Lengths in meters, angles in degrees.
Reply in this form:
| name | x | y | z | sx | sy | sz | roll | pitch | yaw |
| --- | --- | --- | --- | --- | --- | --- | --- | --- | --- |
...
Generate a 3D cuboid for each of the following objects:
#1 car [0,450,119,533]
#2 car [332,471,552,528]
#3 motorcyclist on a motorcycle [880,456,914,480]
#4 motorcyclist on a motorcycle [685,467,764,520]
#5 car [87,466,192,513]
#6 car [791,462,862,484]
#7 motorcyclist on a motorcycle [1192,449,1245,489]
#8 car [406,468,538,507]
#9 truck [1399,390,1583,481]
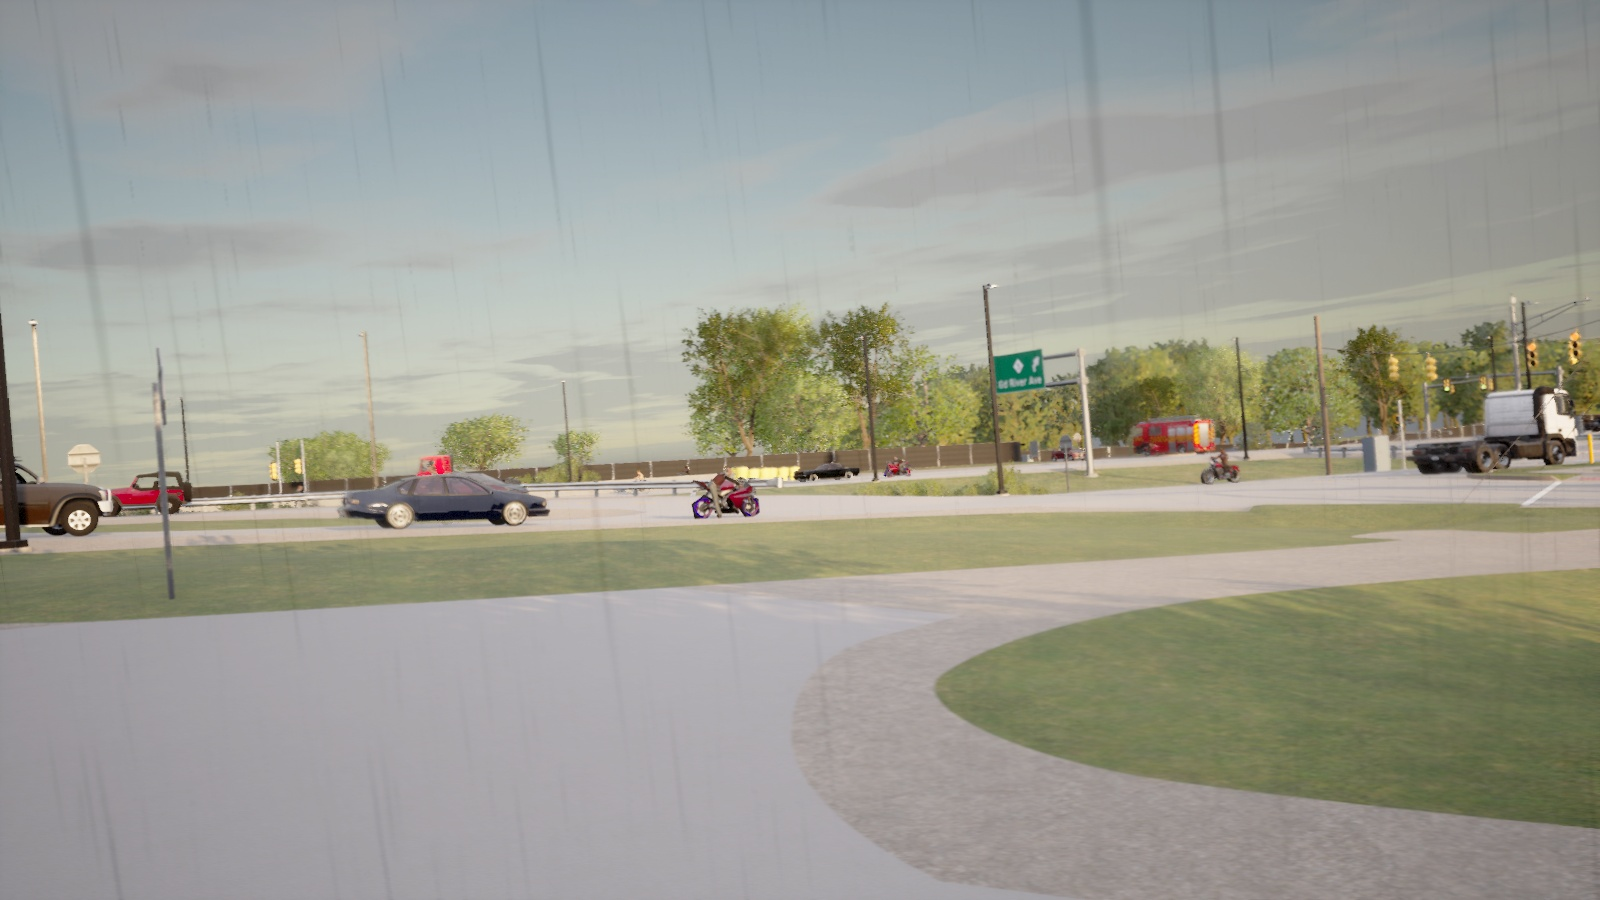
| name | x | y | z | sx | sy | sz | roll | pitch | yaw |
| --- | --- | --- | --- | --- | --- | --- | --- | --- | --- |
| car | -18.434 | 0.965 | 28.755 | 1.932 | 1.855 | 4.605 | -3 | -3 | 44 |
| car | -9.581 | 1.305 | 33.699 | 5.357 | 1.411 | 2.033 | 0 | -2 | -28 |
| motorcyclist on a motorcycle | 6.852 | 1.273 | 88.499 | 2.191 | 1.530 | 0.866 | -3 | -1 | -29 |
| motorcyclist on a motorcycle | -2.258 | 1.296 | 37.563 | 2.191 | 1.530 | 0.866 | 0 | -2 | -28 |
| car | -28.412 | 1.699 | 54.125 | 3.866 | 1.878 | 1.905 | -1 | -1 | -24 |
| car | 1.896 | 1.623 | 89.774 | 4.718 | 1.301 | 1.895 | -3 | -1 | -29 |
| motorcyclist on a motorcycle | 18.293 | 0.837 | 54.844 | 2.350 | 1.649 | 0.766 | -2 | -1 | -30 |
| car | -13.640 | 1.553 | 52.352 | 4.792 | 1.488 | 2.163 | -1 | 0 | 10 |
| truck | 29.261 | -0.637 | 53.086 | 7.936 | 3.462 | 2.891 | -2 | -1 | -29 |
